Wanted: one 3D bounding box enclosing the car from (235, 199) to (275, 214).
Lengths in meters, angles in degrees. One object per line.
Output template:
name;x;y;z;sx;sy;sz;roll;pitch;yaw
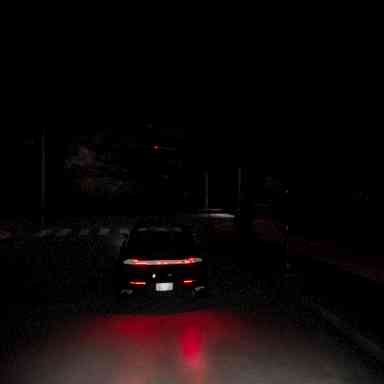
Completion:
car;6.271;1.369;30.764;4.674;1.442;1.812;0;0;-12

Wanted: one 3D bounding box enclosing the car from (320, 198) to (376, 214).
car;15.299;1.348;32.764;4.892;1.490;1.837;0;0;-12

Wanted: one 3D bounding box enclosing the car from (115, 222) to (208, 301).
car;-0.836;1.492;8.389;2.128;1.511;4.902;0;0;-8

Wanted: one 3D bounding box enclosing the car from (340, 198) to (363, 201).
car;15.606;1.390;29.043;5.357;1.411;2.033;0;0;-12
